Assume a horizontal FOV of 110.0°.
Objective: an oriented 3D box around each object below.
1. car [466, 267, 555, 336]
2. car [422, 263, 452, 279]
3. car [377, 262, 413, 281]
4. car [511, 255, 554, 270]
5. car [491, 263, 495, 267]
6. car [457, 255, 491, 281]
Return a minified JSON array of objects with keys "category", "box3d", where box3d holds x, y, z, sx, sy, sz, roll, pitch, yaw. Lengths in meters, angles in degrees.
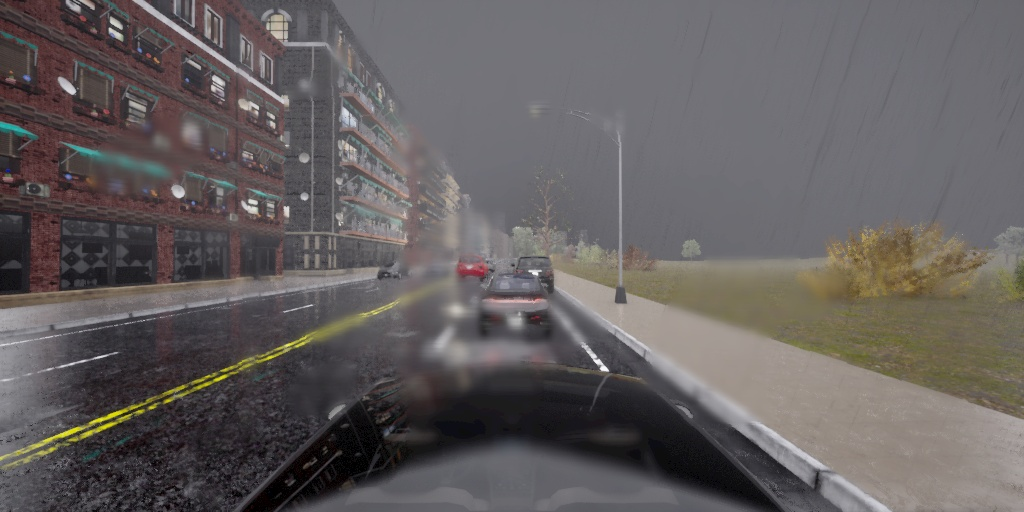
[{"category":"car","box3d":[0.098,1.242,10.366,2.128,1.511,4.902,0,0,0]},{"category":"car","box3d":[-6.611,1.314,31.908,1.994,1.385,4.181,0,0,0]},{"category":"car","box3d":[-9.861,1.255,30.479,1.837,1.490,4.892,0,0,0]},{"category":"car","box3d":[1.132,0.976,20.236,2.150,2.045,5.566,0,0,0]},{"category":"car","box3d":[-3.163,1.313,44.810,1.994,1.385,4.181,0,0,0]},{"category":"car","box3d":[-3.159,0.973,29.696,2.150,2.045,5.566,0,0,0]}]
